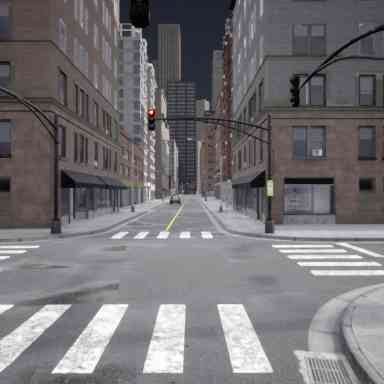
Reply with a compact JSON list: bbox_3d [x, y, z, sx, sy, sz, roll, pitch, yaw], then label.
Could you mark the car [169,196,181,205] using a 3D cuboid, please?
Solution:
[{"bbox_3d":[-2.979,1.457,59.658,1.882,1.535,5.008,0,0,0],"label":"car"}]
